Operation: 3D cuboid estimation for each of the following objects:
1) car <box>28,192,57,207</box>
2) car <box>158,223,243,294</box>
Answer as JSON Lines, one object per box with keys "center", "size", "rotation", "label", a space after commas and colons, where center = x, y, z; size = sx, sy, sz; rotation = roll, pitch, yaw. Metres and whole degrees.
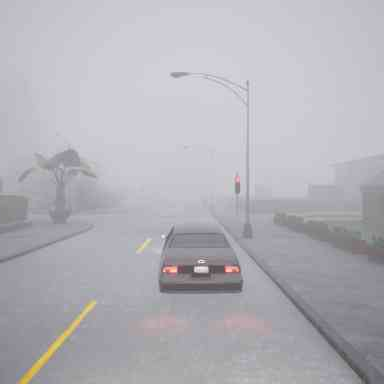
{"center": [-19.770, 0.986, 43.858], "size": [1.905, 1.878, 3.866], "rotation": [0, 0, 35], "label": "car"}
{"center": [0.111, 1.547, 8.948], "size": [2.033, 1.411, 5.357], "rotation": [0, 0, -2], "label": "car"}
